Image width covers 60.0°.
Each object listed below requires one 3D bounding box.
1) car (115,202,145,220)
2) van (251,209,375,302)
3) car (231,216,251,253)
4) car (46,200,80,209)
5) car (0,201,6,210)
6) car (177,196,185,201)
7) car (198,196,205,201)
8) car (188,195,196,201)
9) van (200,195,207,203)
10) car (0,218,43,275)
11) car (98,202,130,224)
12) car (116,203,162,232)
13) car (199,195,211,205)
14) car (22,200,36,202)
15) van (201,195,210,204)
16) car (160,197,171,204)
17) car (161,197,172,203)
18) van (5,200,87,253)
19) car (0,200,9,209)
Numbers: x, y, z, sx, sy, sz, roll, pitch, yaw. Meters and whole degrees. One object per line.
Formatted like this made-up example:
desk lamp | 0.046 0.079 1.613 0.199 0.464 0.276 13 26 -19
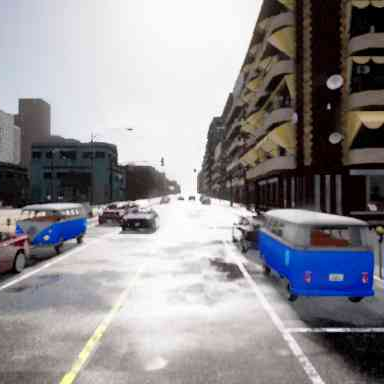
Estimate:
car | -5.643 1.651 30.628 1.887 1.381 4.507 1 0 0
van | 2.705 1.372 8.078 1.690 1.788 3.998 1 0 0
car | 2.702 1.616 13.723 1.947 1.339 4.313 1 0 0
car | -19.712 1.866 50.943 4.403 1.369 2.008 0 -1 1
car | -26.372 1.634 42.398 4.097 1.590 1.967 0 -1 1
car | -2.990 1.727 89.529 1.882 1.535 5.008 0 0 0
car | 2.712 1.777 91.220 1.752 1.417 4.829 1 0 0
car | 0.010 1.599 91.770 2.097 1.767 4.553 0 0 0
van | 2.713 1.571 79.890 1.690 1.788 3.998 1 0 0
car | -5.645 1.576 8.045 1.887 1.381 4.507 1 0 0
car | -5.642 1.528 24.983 1.967 1.590 4.097 1 0 0
car | -3.086 1.638 20.695 1.994 1.385 4.181 0 0 0
car | 2.709 1.744 63.147 2.008 1.369 4.403 1 0 0
car | -25.193 1.907 51.019 4.313 1.339 1.947 0 -1 1
van | 2.712 1.547 68.727 1.690 1.788 3.998 1 0 0
car | -5.672 1.788 68.692 1.802 1.307 4.206 1 0 0
car | -5.671 1.763 74.273 1.887 1.381 4.507 1 0 0
van | -5.642 1.392 13.691 1.690 1.788 3.998 1 0 0
car | -30.673 1.949 51.094 4.206 1.307 1.802 0 -1 1
